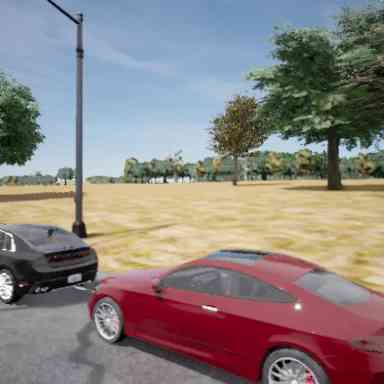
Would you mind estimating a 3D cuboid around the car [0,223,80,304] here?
[{"bbox_3d":[-4.419,1.550,8.321,4.892,1.490,1.837,0,0,35],"label":"car"}]

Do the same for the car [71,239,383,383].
[{"bbox_3d":[0.494,1.562,4.815,4.674,1.442,1.812,0,0,36],"label":"car"}]
